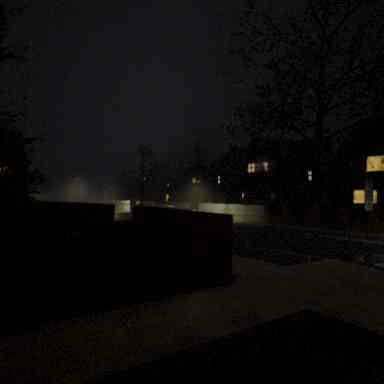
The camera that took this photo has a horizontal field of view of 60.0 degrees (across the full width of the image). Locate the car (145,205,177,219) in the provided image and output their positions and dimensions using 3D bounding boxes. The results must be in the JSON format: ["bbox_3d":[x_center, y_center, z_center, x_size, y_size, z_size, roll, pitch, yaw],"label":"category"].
[{"bbox_3d":[-2.493,1.874,28.643,1.812,1.442,4.674,2,-2,-35],"label":"car"}]

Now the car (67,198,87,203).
[{"bbox_3d":[-17.476,1.890,50.226,2.150,2.045,5.566,2,-2,-35],"label":"car"}]
